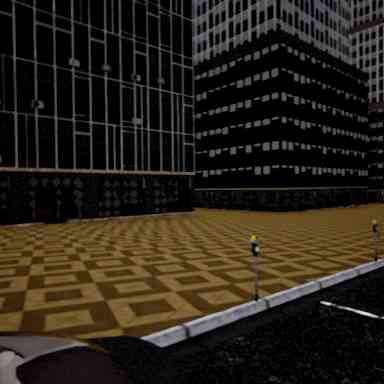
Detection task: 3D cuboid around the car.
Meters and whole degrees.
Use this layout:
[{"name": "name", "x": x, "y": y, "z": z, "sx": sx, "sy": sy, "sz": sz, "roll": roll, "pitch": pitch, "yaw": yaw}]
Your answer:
[{"name": "car", "x": -1.867, "y": 1.546, "z": 1.252, "sx": 4.403, "sy": 1.369, "sz": 2.008, "roll": 0, "pitch": -1, "yaw": -40}]
